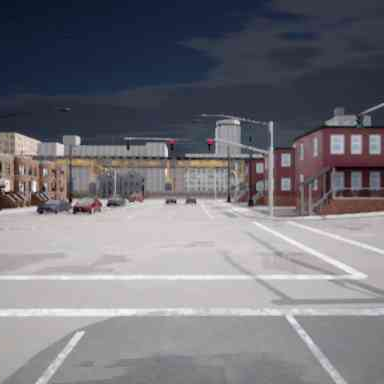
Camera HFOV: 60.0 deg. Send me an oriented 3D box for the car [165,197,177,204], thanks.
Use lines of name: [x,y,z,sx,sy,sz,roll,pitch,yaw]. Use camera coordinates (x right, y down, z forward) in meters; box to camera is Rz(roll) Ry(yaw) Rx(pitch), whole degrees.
car: [-3.661,1.492,58.995,1.895,1.301,4.718,0,0,0]

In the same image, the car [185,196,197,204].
car: [-0.161,1.417,58.979,1.812,1.442,4.674,0,0,0]

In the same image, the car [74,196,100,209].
car: [-14.205,1.394,45.293,1.882,1.535,5.008,0,0,0]

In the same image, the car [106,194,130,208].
car: [-10.704,1.460,47.468,2.033,1.411,5.357,0,0,0]

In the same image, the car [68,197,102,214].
car: [-10.682,1.414,34.245,1.882,1.535,5.008,0,0,0]

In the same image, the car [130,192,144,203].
car: [-10.675,1.099,64.099,2.150,2.045,5.566,0,0,0]

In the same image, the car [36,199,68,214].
car: [-14.185,1.483,34.662,2.033,1.411,5.357,0,0,0]

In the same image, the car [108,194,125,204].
car: [-14.185,1.235,62.650,2.097,1.767,4.553,0,0,0]
